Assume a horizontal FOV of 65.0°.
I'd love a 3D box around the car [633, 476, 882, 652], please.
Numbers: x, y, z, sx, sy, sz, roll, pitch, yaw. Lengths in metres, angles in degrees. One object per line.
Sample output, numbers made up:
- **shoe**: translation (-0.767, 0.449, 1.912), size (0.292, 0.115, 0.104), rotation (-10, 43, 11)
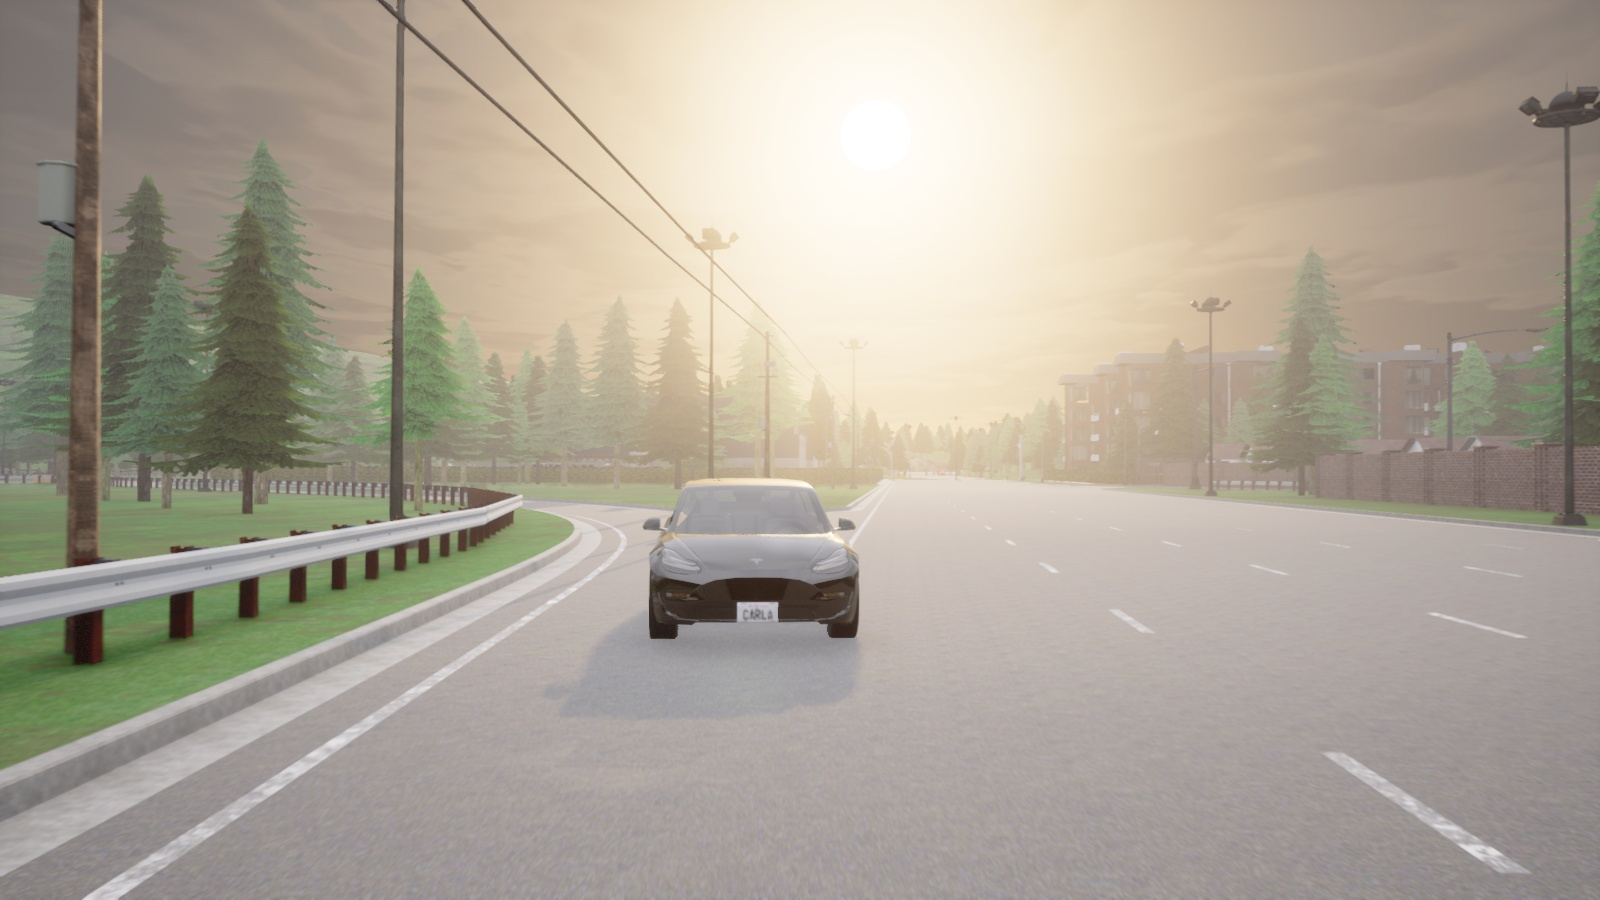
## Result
- **car**: translation (-0.554, 1.040, 13.355), size (2.163, 1.488, 4.792), rotation (0, -1, -5)
